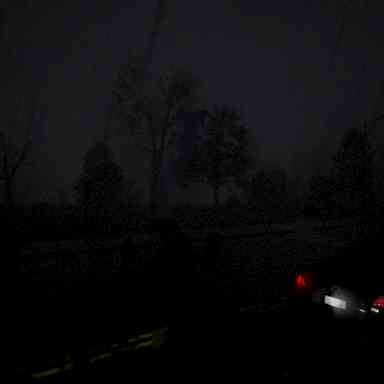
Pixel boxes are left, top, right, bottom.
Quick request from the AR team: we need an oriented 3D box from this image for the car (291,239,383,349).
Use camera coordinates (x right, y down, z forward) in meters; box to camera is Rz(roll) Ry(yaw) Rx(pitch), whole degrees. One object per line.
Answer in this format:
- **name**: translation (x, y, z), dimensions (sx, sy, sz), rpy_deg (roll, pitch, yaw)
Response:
- **car**: translation (3.728, 1.563, 5.943), dimensions (4.181, 1.385, 1.994), rpy_deg (0, 0, -34)
